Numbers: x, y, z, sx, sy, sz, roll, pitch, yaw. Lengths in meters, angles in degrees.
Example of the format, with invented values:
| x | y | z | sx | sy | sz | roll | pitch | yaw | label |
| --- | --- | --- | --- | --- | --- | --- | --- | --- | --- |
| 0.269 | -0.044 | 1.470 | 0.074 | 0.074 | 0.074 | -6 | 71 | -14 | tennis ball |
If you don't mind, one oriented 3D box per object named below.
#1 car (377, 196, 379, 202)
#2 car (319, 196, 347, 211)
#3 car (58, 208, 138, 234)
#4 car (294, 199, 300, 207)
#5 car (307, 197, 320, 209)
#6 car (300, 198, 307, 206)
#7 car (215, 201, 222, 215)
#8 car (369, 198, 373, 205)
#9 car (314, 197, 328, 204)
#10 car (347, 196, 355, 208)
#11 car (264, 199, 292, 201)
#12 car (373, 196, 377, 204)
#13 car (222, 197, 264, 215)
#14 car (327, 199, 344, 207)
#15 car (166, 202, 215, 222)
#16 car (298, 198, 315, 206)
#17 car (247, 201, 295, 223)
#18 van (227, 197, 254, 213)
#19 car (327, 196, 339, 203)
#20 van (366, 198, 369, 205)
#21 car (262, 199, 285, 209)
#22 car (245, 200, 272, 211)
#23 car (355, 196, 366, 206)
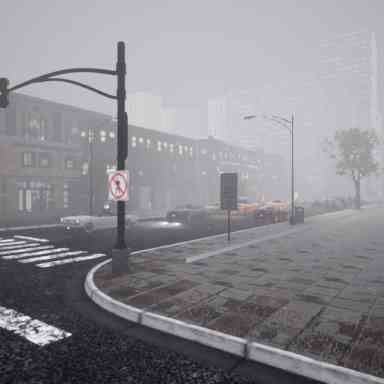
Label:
| x | y | z | sx | sy | sz | roll | pitch | yaw | label |
| --- | --- | --- | --- | --- | --- | --- | --- | --- | --- |
| 41.431 | 2.037 | 76.801 | 1.802 | 1.307 | 4.206 | 0 | -1 | 35 | car |
| 19.187 | 1.676 | 45.157 | 1.967 | 1.590 | 4.097 | 0 | -1 | 35 | car |
| -5.525 | 1.668 | 20.063 | 1.895 | 1.301 | 4.718 | 0 | 0 | 35 | car |
| 15.508 | 1.815 | 54.496 | 2.008 | 1.369 | 4.403 | 0 | -1 | 35 | car |
| 19.336 | 1.749 | 49.864 | 2.128 | 1.511 | 4.902 | 0 | 0 | 35 | car |
| 18.686 | 1.846 | 59.016 | 2.008 | 1.369 | 4.403 | 0 | -1 | 35 | car |
| 2.699 | 1.674 | 36.273 | 1.752 | 1.417 | 4.829 | 0 | 0 | 35 | car |
| 35.076 | 1.971 | 67.759 | 1.802 | 1.307 | 4.206 | 0 | -1 | 35 | car |
| 28.219 | 1.828 | 72.579 | 1.967 | 1.590 | 4.097 | 0 | -1 | 35 | car |
| 22.364 | 1.581 | 49.679 | 2.192 | 1.841 | 5.009 | 0 | -1 | 35 | car |
| 11.412 | 1.684 | 44.082 | 1.882 | 1.535 | 5.008 | 0 | 0 | 36 | car |
| 38.352 | 1.948 | 72.420 | 1.752 | 1.417 | 4.829 | 0 | -1 | 35 | car |
| 5.539 | 1.507 | 35.783 | 2.097 | 1.767 | 4.553 | 0 | 0 | 35 | car |
| 25.127 | 1.913 | 58.102 | 1.895 | 1.301 | 4.718 | 0 | 0 | 35 | car |
| -0.272 | 1.672 | 27.521 | 1.994 | 1.385 | 4.181 | 0 | 0 | 36 | car |
| 21.864 | 1.876 | 63.538 | 2.008 | 1.369 | 4.403 | 0 | -1 | 35 | car |
| 6.519 | 1.670 | 27.044 | 1.887 | 1.381 | 4.507 | 0 | 0 | 35 | car |
| 5.975 | 1.518 | 40.934 | 1.690 | 1.788 | 3.998 | 0 | 0 | 35 | van |
| 34.575 | 1.893 | 81.621 | 1.967 | 1.590 | 4.097 | 0 | -1 | 35 | car |
| 31.898 | 1.699 | 63.241 | 1.690 | 1.788 | 3.998 | 0 | -1 | 35 | van |
| 12.233 | 1.759 | 49.836 | 1.752 | 1.417 | 4.829 | 0 | -1 | 35 | car |
| 9.153 | 1.756 | 45.454 | 2.008 | 1.369 | 4.403 | 0 | 0 | 35 | car |
| 28.720 | 1.642 | 58.721 | 2.192 | 1.841 | 5.009 | 0 | -1 | 35 | car |
